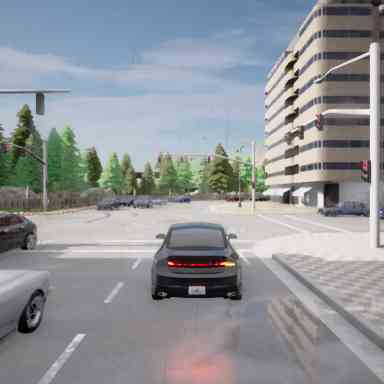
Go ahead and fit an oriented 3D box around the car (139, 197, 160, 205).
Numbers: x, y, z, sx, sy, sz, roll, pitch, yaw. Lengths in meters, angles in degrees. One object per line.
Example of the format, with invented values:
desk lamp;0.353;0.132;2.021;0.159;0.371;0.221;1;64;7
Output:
car;-7.795;1.598;61.238;1.895;1.301;4.718;0;0;20

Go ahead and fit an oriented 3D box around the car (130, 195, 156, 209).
car;-6.766;1.349;46.432;2.097;1.767;4.553;0;0;3

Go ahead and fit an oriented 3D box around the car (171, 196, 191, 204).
car;-1.911;1.474;66.024;1.882;1.535;5.008;0;0;28

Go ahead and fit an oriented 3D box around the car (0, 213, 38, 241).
car;-7.087;1.504;11.257;1.837;1.490;4.892;-1;0;2

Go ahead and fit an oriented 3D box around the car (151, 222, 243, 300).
car;0.114;1.504;8.354;1.837;1.490;4.892;0;0;1

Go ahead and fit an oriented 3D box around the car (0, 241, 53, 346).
car;-3.427;1.601;3.832;1.895;1.301;4.718;0;0;0

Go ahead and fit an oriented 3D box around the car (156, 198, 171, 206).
car;-5.641;1.598;56.219;1.895;1.301;4.718;0;0;14

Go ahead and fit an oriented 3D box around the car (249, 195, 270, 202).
car;15.170;1.591;74.804;4.718;1.301;1.895;0;0;-33

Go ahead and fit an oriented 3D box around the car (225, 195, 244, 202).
car;9.696;1.474;75.074;5.008;1.535;1.882;0;0;-41

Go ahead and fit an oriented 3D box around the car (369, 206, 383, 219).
car;17.692;1.580;27.518;4.674;1.442;1.812;0;0;0

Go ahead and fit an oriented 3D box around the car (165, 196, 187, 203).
car;-3.323;1.536;70.742;2.033;1.411;5.357;0;0;31

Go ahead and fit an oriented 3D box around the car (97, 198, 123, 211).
car;-10.407;1.503;41.628;1.837;1.490;4.892;0;0;2

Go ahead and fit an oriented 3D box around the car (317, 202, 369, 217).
car;14.595;1.601;31.027;5.357;1.411;2.033;0;0;0

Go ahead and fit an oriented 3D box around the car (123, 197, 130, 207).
car;-9.970;1.545;51.329;2.033;1.411;5.357;0;0;6

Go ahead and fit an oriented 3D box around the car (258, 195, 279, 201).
car;18.493;1.496;80.591;4.892;1.490;1.837;0;0;-22
